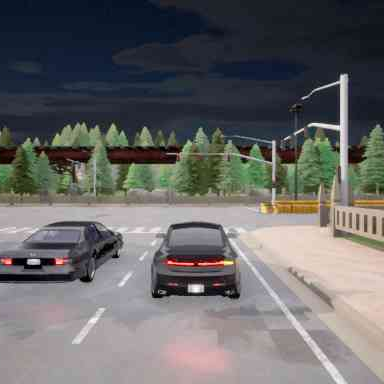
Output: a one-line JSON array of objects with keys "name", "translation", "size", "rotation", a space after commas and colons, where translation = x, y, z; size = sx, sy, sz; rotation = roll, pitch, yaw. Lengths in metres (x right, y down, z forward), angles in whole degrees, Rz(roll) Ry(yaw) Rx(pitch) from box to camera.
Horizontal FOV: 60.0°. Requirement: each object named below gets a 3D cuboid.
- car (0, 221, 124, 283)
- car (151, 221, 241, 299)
[{"name": "car", "translation": [-3.388, 1.547, 9.655], "size": [2.033, 1.411, 5.357], "rotation": [0, 0, 0]}, {"name": "car", "translation": [0.099, 1.505, 8.466], "size": [1.837, 1.490, 4.892], "rotation": [0, 0, 1]}]
